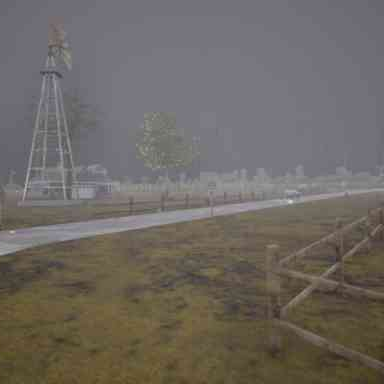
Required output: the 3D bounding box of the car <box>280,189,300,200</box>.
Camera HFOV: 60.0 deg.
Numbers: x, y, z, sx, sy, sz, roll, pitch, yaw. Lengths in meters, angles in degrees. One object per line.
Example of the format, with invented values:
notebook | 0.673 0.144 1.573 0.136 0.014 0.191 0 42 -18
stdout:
car | 14.602 0.348 49.440 1.812 1.442 4.674 -1 1 35
